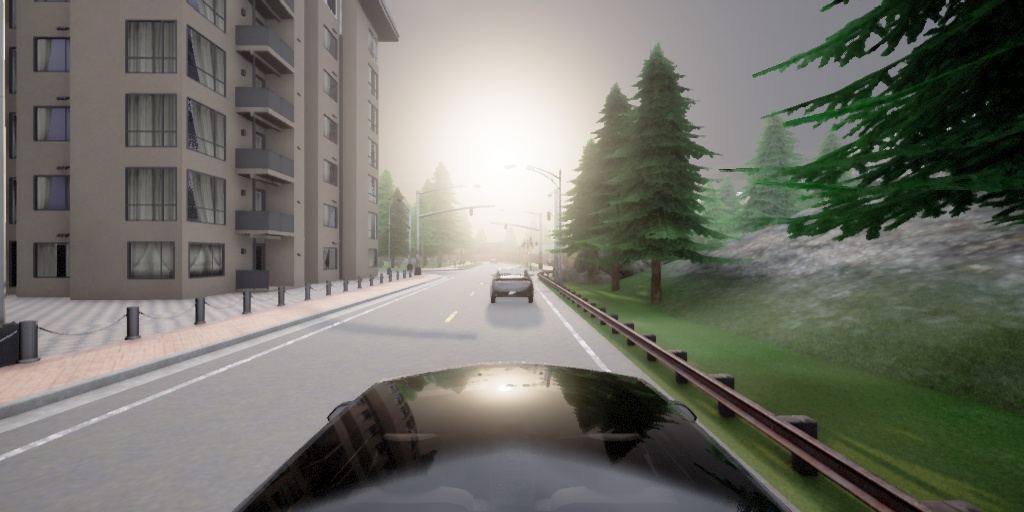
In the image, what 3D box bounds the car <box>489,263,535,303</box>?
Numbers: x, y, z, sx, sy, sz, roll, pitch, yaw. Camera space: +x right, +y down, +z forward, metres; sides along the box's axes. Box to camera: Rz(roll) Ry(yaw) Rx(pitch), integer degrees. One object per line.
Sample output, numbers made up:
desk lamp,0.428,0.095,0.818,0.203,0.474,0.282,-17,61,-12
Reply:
car,0.000,1.243,16.500,2.128,1.511,4.902,0,0,0
